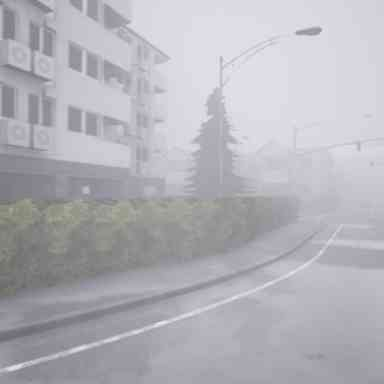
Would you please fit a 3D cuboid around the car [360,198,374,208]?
[{"bbox_3d":[31.310,1.945,59.610,2.097,1.767,4.553,0,-1,28],"label":"car"}]
